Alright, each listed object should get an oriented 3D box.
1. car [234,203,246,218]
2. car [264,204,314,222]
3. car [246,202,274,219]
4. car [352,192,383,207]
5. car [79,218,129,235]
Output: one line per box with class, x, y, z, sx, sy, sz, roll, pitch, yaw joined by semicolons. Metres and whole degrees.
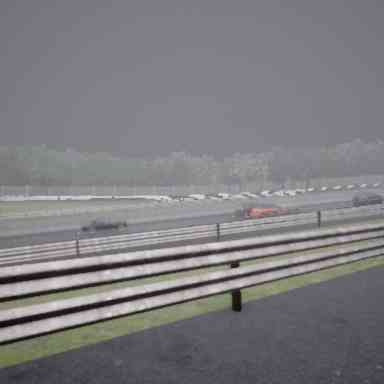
car;7.472;2.021;40.745;4.553;1.767;2.097;-4;2;-24
car;10.366;2.218;34.373;4.902;1.511;2.128;-4;2;-24
car;8.894;2.048;37.548;4.553;1.767;2.097;-4;2;-24
car;23.586;1.129;44.075;4.892;1.490;1.837;-4;2;-24
car;-8.848;3.325;33.497;4.718;1.301;1.895;-4;2;-24
